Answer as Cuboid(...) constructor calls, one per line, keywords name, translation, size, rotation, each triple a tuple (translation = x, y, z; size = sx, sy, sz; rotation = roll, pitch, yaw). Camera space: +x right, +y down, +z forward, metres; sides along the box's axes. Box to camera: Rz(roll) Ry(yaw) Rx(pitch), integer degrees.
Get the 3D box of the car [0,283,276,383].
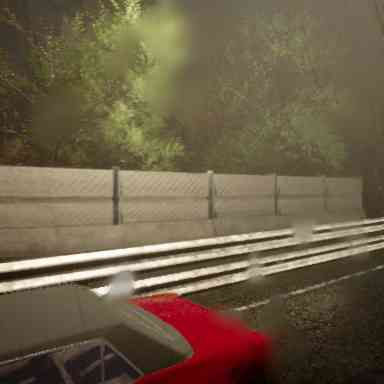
Cuboid(name="car", translation=(-1.614, 1.598, 2.535), size=(4.718, 1.301, 1.895), rotation=(-1, 1, -35))
